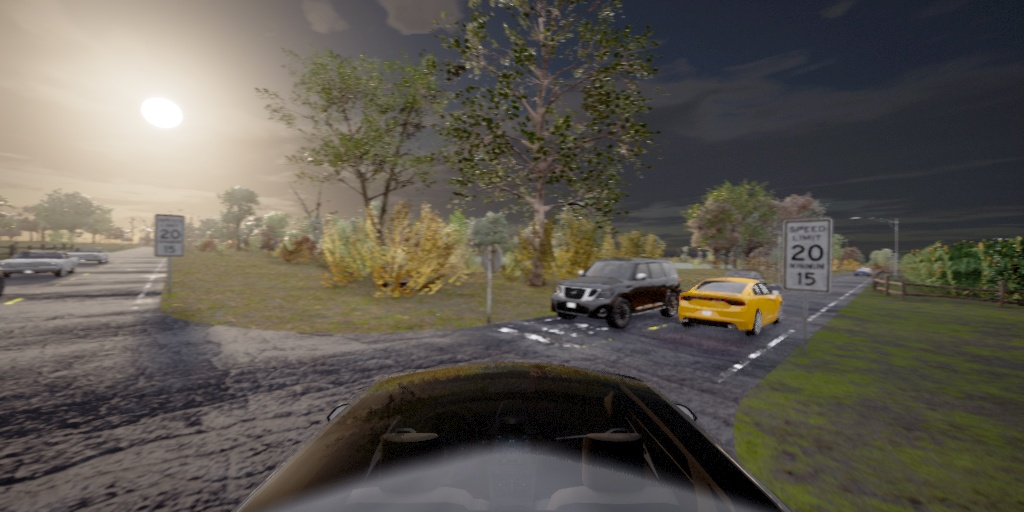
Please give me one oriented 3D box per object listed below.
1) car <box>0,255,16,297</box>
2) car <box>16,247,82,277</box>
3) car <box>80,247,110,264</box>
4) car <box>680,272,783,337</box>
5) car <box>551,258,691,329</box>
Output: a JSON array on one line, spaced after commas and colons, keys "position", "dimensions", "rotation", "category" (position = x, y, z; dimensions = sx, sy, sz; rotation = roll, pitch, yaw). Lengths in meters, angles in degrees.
[{"position": [-16.666, 0.659, 10.330], "dimensions": [1.812, 1.442, 4.674], "rotation": [0, 2, -43], "category": "car"}, {"position": [-24.474, 0.378, 18.662], "dimensions": [1.895, 1.301, 4.718], "rotation": [0, 1, -43], "category": "car"}, {"position": [-33.651, -0.037, 28.472], "dimensions": [1.895, 1.301, 4.718], "rotation": [0, 1, -43], "category": "car"}, {"position": [6.996, 1.423, 11.290], "dimensions": [5.008, 1.535, 1.882], "rotation": [2, 0, -44], "category": "car"}, {"position": [3.728, 1.078, 12.134], "dimensions": [5.566, 2.045, 2.150], "rotation": [1, 0, -43], "category": "car"}]
